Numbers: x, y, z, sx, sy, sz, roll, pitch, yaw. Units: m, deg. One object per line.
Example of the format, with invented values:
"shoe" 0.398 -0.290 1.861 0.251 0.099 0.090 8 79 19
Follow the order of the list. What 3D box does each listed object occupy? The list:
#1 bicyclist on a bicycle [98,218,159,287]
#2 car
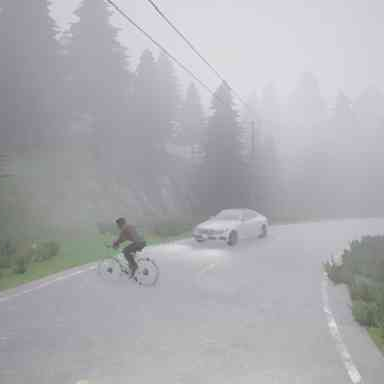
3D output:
"bicyclist on a bicycle" -1.561 1.453 8.028 1.656 1.620 0.582 -1 0 18
"car" 1.956 1.526 15.482 1.812 1.442 4.674 0 0 38
